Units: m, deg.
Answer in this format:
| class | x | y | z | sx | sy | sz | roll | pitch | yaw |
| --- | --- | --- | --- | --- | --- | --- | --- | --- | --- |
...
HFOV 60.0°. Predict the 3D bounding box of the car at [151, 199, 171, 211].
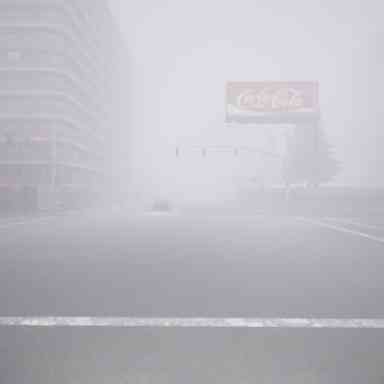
| class | x | y | z | sx | sy | sz | roll | pitch | yaw |
| --- | --- | --- | --- | --- | --- | --- | --- | --- | --- |
| car | -3.509 | 1.435 | 37.916 | 1.895 | 1.301 | 4.718 | 0 | 0 | 0 |
